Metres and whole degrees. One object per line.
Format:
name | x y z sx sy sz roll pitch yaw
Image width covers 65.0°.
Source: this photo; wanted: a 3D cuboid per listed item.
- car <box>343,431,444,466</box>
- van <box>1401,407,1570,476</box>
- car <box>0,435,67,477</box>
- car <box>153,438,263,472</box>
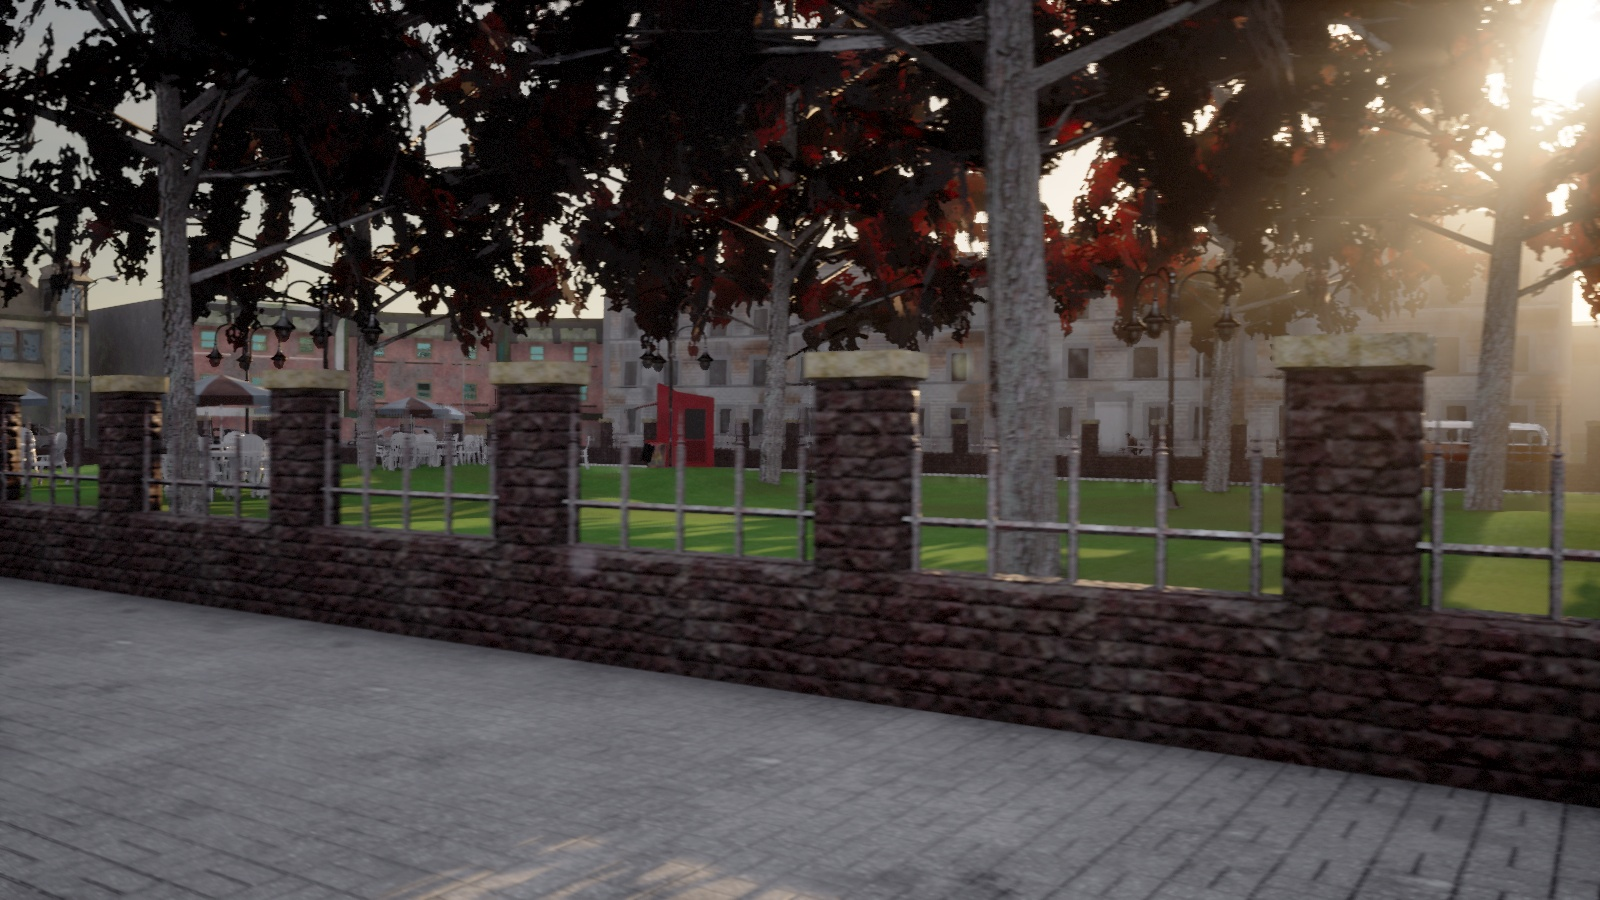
car | -20.938 -0.122 64.645 4.611 1.667 2.242 -2 1 -26
van | 21.516 -0.284 39.459 4.480 2.038 2.069 1 1 33
car | -31.828 0.233 50.136 1.851 1.617 3.988 0 1 33
car | -27.040 0.205 57.431 1.816 1.474 4.193 0 1 34
